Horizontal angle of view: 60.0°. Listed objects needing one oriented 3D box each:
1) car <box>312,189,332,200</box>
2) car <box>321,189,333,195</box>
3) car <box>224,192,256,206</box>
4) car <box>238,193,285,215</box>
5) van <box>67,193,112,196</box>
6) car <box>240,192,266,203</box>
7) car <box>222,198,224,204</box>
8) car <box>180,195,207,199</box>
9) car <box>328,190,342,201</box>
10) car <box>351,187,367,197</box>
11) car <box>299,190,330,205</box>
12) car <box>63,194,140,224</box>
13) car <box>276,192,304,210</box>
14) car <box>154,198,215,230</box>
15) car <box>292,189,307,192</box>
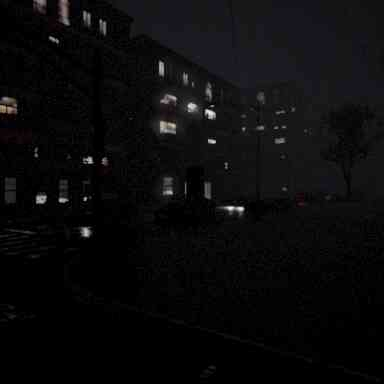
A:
[{"bbox_3d":[21.867,0.380,55.857,2.097,1.767,4.553,1,1,36],"label":"car"},{"bbox_3d":[33.972,0.052,83.475,1.887,1.381,4.507,2,2,35],"label":"car"},{"bbox_3d":[5.903,0.920,38.402,1.994,1.385,4.181,1,1,35],"label":"car"},{"bbox_3d":[5.983,1.096,28.343,1.887,1.381,4.507,2,2,35],"label":"car"},{"bbox_3d":[-7.243,0.972,23.952,1.690,1.788,3.998,2,2,35],"label":"van"},{"bbox_3d":[8.607,0.745,46.849,2.008,1.369,4.403,2,2,35],"label":"car"},{"bbox_3d":[5.436,0.847,42.271,1.947,1.339,4.313,2,2,35],"label":"car"},{"bbox_3d":[-0.111,0.999,29.725,1.882,1.535,5.008,1,1,35],"label":"car"},{"bbox_3d":[21.935,0.640,51.374,1.752,1.417,4.829,2,2,35],"label":"car"},{"bbox_3d":[35.243,-0.028,71.126,2.150,2.045,5.566,1,1,35],"label":"car"},{"bbox_3d":[15.496,0.841,42.078,2.008,1.369,4.403,2,2,35],"label":"car"},{"bbox_3d":[-5.605,1.151,21.798,1.882,1.535,5.008,1,1,35],"label":"car"},{"bbox_3d":[9.154,1.015,32.921,2.008,1.369,4.403,2,2,35],"label":"car"},{"bbox_3d":[-0.357,1.293,19.188,1.947,1.339,4.313,2,2,35],"label":"car"},{"bbox_3d":[16.305,0.685,47.814,1.837,1.490,4.892,1,1,35],"label":"car"}]
